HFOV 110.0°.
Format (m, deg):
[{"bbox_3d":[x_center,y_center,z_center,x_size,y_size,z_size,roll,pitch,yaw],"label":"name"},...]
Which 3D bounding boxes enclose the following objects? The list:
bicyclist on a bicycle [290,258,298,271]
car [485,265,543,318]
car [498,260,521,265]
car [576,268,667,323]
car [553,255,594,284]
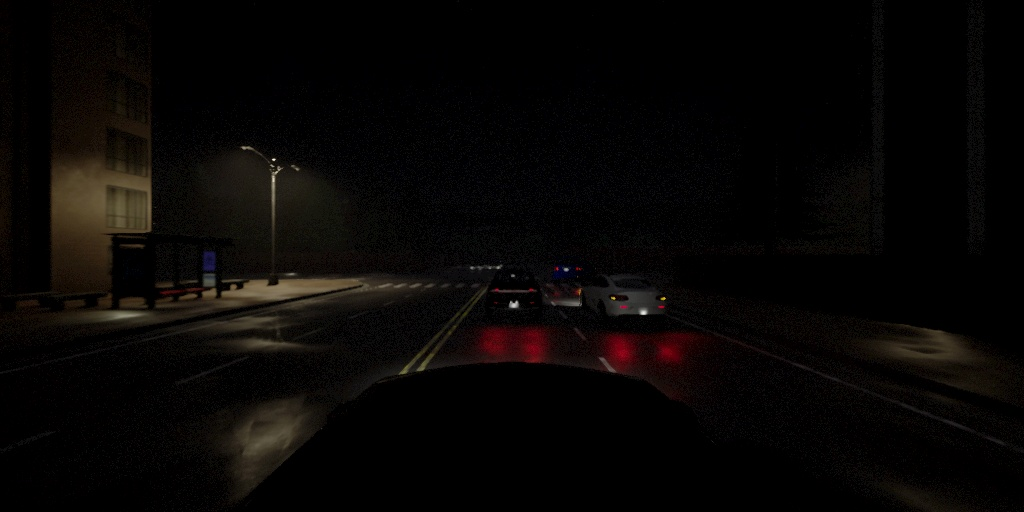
[{"bbox_3d":[-27.263,1.057,44.888,0.582,1.620,1.656,0,0,0],"label":"bicyclist on a bicycle"},{"bbox_3d":[0.073,1.258,13.105,2.128,1.511,4.902,0,0,0],"label":"car"},{"bbox_3d":[0.078,1.263,29.098,1.812,1.442,4.674,0,0,0],"label":"car"},{"bbox_3d":[3.566,1.290,12.001,1.812,1.442,4.674,0,0,0],"label":"car"},{"bbox_3d":[4.705,0.976,26.769,2.150,2.045,5.566,-1,1,22],"label":"car"}]
